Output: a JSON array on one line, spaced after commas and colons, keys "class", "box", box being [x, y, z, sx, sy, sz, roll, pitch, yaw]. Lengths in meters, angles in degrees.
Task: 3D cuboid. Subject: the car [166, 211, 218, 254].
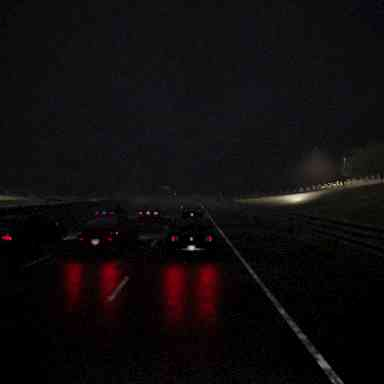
[{"class": "car", "box": [-0.011, 1.713, 14.109, 1.895, 1.301, 4.718, 0, 0, 0]}]

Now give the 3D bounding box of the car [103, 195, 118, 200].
[{"class": "car", "box": [-17.343, 1.729, 70.937, 2.150, 2.045, 5.566, 0, 0, 0]}]

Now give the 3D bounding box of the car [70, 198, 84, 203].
[{"class": "car", "box": [-24.343, 1.983, 70.992, 1.882, 1.535, 5.008, 0, 0, 0]}]

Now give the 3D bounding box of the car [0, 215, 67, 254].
[{"class": "car", "box": [-7.011, 1.659, 13.988, 2.033, 1.411, 5.357, 0, 0, 0]}]

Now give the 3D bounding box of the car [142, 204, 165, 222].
[{"class": "car", "box": [-3.493, 1.761, 28.966, 2.033, 1.411, 5.357, 0, 0, 0]}]

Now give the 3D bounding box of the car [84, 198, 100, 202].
[{"class": "car", "box": [-20.843, 2.029, 70.978, 1.812, 1.442, 4.674, 0, 0, 0]}]

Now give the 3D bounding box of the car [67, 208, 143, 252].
[{"class": "car", "box": [-3.507, 1.640, 14.377, 1.812, 1.442, 4.674, 0, 0, 0]}]

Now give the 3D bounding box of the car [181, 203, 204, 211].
[{"class": "car", "box": [0.013, 1.694, 29.438, 1.882, 1.535, 5.008, 0, 0, 0]}]

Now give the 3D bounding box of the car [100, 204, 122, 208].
[{"class": "car", "box": [-6.993, 1.761, 28.977, 2.033, 1.411, 5.357, 0, 0, 0]}]
